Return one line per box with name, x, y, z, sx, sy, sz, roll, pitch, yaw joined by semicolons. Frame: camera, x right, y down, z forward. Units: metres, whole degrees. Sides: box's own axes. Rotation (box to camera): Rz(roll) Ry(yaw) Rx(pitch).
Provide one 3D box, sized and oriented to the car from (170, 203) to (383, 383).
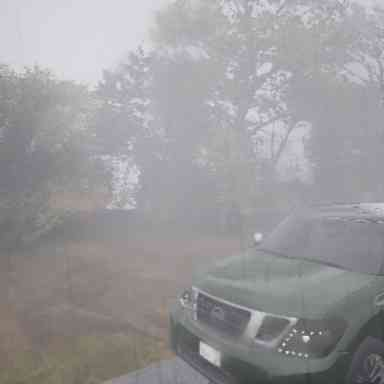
car;2.376;1.218;4.899;5.566;2.045;2.150;0;0;-37
